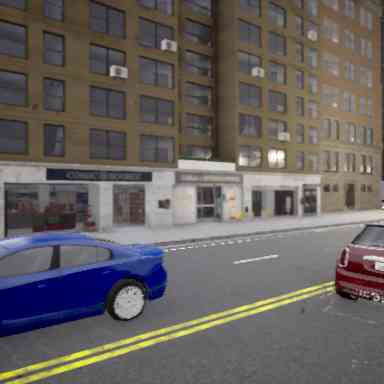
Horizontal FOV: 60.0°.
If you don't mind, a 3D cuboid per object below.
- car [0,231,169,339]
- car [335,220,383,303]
[{"bbox_3d":[-2.799,1.486,5.679,5.008,1.535,1.882,0,0,-36],"label":"car"},{"bbox_3d":[5.109,1.338,7.096,4.553,1.767,2.097,0,0,-36],"label":"car"}]
